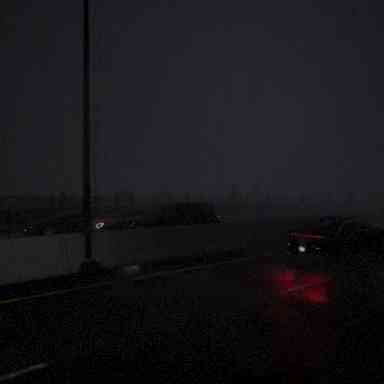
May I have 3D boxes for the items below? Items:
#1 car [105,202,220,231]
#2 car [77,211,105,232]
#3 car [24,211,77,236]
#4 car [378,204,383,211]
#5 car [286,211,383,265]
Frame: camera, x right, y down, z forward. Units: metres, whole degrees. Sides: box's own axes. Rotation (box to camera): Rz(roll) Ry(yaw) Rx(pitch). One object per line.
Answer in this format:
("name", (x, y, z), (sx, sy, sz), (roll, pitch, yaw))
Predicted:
("car", (-1.086, 1.528, 16.473), (5.566, 2.045, 2.150), (0, -1, -37))
("car", (-3.734, 1.726, 18.828), (4.553, 1.767, 2.097), (0, -1, -37))
("car", (-7.520, 1.941, 20.325), (4.892, 1.490, 1.837), (0, -1, -38))
("car", (27.574, 2.034, 45.964), (5.008, 1.535, 1.882), (1, -2, -36))
("car", (5.556, 1.663, 12.369), (4.902, 1.511, 2.128), (0, -1, -37))
